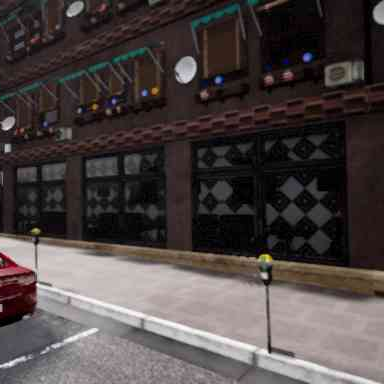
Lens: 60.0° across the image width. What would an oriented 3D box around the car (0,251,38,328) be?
[{"bbox_3d":[-4.616,1.542,6.038,4.507,1.381,1.887,0,-1,36],"label":"car"}]
